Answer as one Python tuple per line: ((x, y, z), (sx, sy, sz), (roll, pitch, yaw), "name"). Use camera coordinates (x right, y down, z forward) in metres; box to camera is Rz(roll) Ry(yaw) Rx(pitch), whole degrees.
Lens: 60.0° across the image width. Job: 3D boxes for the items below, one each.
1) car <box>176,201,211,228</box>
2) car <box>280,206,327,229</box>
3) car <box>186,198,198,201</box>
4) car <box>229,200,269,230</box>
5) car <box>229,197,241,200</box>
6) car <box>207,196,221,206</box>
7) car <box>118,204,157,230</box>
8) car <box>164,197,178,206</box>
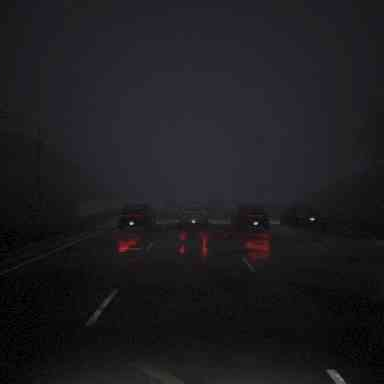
((0.086, 1.532, 22.165), (1.812, 1.442, 4.674), (0, 0, 0), "car")
((7.099, 1.570, 21.632), (1.994, 1.385, 4.181), (0, 0, 0), "car")
((0.031, 1.616, 54.245), (1.895, 1.301, 4.718), (0, 0, 2), "car")
((3.600, 1.511, 21.163), (1.837, 1.490, 4.892), (0, 0, 0), "car")
((7.016, 1.540, 53.595), (1.812, 1.442, 4.674), (0, 0, 2), "car")
((3.515, 1.367, 53.537), (2.097, 1.767, 4.553), (0, 0, 2), "car")
((-3.401, 1.510, 21.153), (1.837, 1.490, 4.892), (0, 0, 0), "car")
((-3.466, 1.579, 54.676), (1.994, 1.385, 4.181), (0, 0, 2), "car")
